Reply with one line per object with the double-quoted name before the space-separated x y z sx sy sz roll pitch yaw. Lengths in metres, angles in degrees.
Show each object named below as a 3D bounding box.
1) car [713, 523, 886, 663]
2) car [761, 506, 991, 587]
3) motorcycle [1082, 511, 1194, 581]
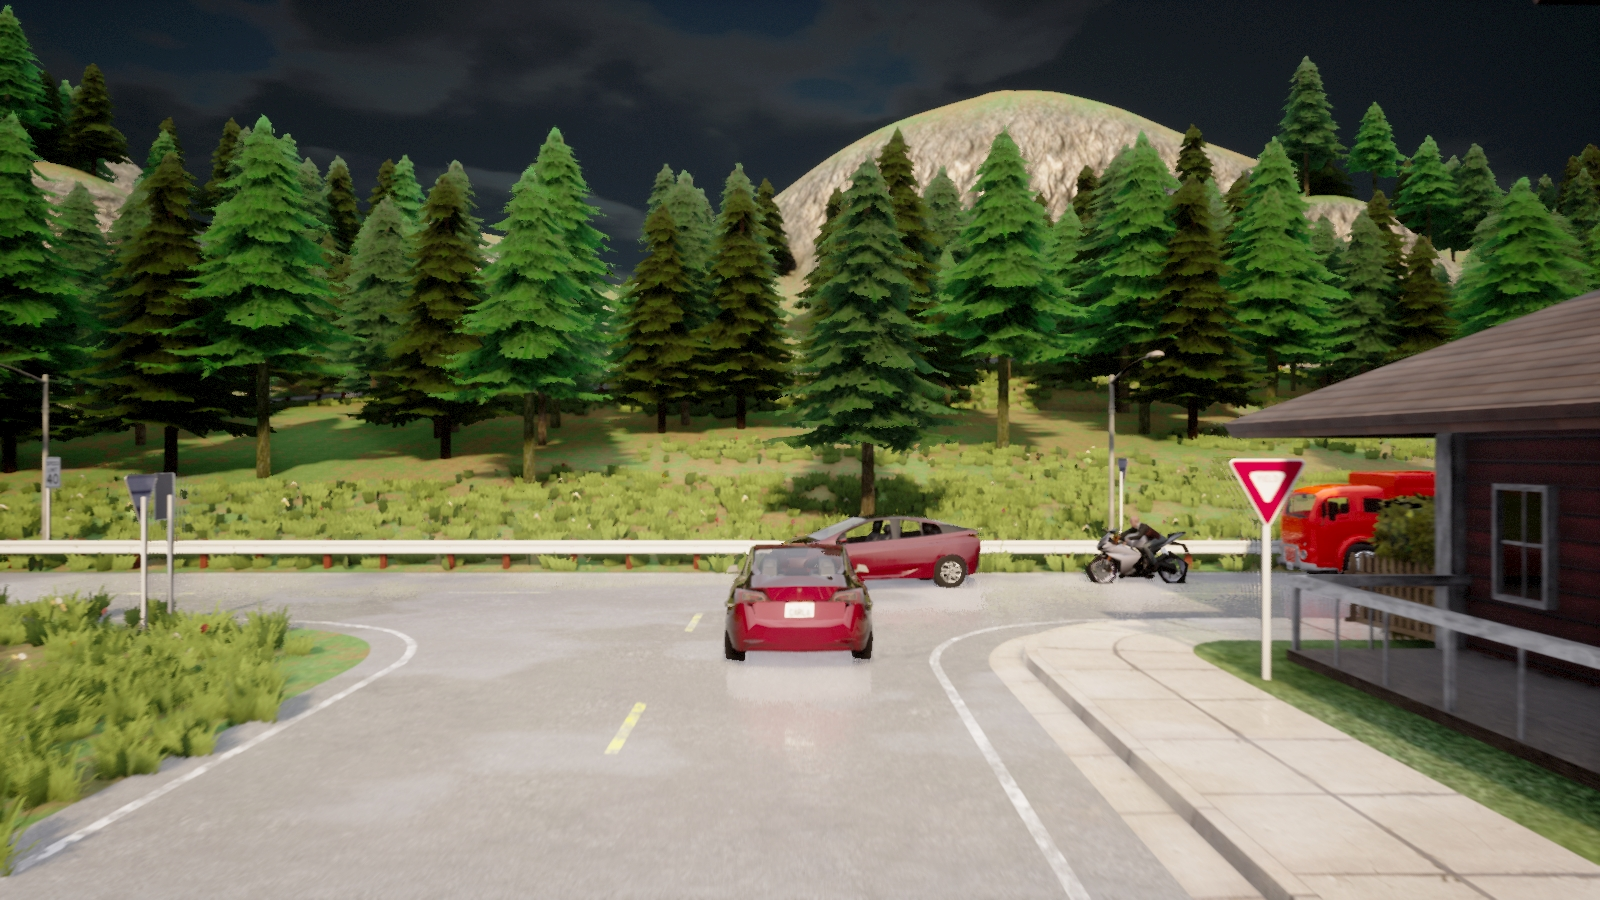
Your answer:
"car" -0.028 1.935 16.646 2.163 1.488 4.792 0 -1 -1
"car" 1.591 2.012 24.476 4.514 1.525 2.007 0 -1 -14
"motorcycle" 7.444 2.101 25.212 2.209 1.460 0.867 0 0 0
